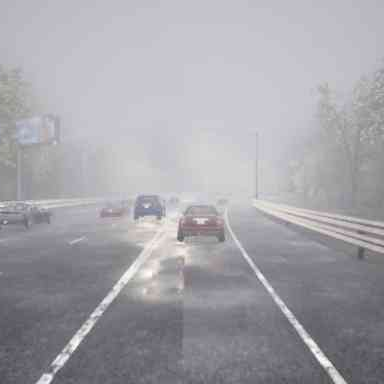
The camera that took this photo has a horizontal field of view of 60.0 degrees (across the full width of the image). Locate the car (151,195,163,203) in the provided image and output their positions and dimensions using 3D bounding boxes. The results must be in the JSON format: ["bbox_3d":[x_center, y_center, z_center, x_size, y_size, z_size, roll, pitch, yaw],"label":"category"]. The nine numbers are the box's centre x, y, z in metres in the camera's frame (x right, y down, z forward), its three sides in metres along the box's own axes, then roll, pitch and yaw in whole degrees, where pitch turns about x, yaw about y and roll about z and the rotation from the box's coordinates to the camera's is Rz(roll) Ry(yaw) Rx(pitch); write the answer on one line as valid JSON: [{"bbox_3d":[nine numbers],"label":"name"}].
[{"bbox_3d":[-7.070,1.475,68.225,1.882,1.535,5.008,0,0,0],"label":"car"}]

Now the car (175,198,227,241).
[{"bbox_3d":[0.496,1.352,16.775,2.097,1.767,4.553,0,0,3],"label":"car"}]

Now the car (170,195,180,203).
[{"bbox_3d":[-3.572,1.477,68.626,1.882,1.535,5.008,0,0,0],"label":"car"}]

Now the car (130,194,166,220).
[{"bbox_3d":[-3.472,1.220,28.034,2.150,2.045,5.566,0,0,0],"label":"car"}]

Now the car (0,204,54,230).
[{"bbox_3d":[-10.457,1.485,21.155,2.128,1.511,4.902,0,0,0],"label":"car"}]

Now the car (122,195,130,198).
[{"bbox_3d":[-10.539,1.345,55.146,2.097,1.767,4.553,0,0,0],"label":"car"}]

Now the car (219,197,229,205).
[{"bbox_3d":[5.791,1.576,61.358,1.882,1.535,5.008,0,-1,11],"label":"car"}]

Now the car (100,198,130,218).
[{"bbox_3d":[-6.979,1.560,30.487,1.994,1.385,4.181,0,0,0],"label":"car"}]
